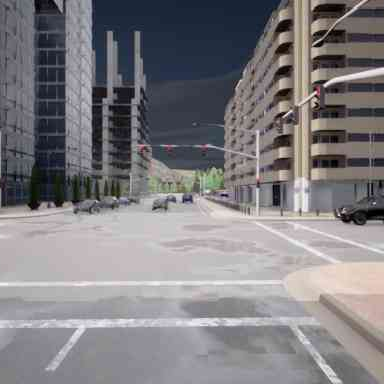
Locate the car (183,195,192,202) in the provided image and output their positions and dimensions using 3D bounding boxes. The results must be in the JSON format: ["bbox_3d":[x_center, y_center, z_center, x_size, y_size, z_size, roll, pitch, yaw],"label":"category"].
[{"bbox_3d":[-1.063,1.473,79.242,1.882,1.535,5.008,0,0,-1],"label":"car"}]

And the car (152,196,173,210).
[{"bbox_3d":[-3.938,1.547,42.276,2.033,1.411,5.357,0,0,-1],"label":"car"}]

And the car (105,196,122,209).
[{"bbox_3d":[-11.184,1.352,44.549,2.097,1.767,4.553,0,0,-1],"label":"car"}]

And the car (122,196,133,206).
[{"bbox_3d":[-11.311,1.526,54.384,1.812,1.442,4.674,0,0,-1],"label":"car"}]

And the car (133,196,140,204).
[{"bbox_3d":[-11.402,1.547,64.997,2.033,1.411,5.357,0,0,0],"label":"car"}]

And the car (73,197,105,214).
[{"bbox_3d":[-11.076,1.505,35.358,1.837,1.490,4.892,0,0,0],"label":"car"}]

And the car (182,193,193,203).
[{"bbox_3d":[-0.917,1.221,68.509,2.150,2.045,5.566,0,0,-1],"label":"car"}]

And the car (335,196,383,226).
[{"bbox_3d":[13.231,1.277,23.764,5.566,2.045,2.150,0,0,-1],"label":"car"}]

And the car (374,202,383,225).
[{"bbox_3d":[14.294,1.547,20.281,4.902,1.511,2.128,0,0,-1],"label":"car"}]

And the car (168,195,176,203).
[{"bbox_3d":[-4.439,1.352,70.341,2.097,1.767,4.553,0,0,-1],"label":"car"}]
